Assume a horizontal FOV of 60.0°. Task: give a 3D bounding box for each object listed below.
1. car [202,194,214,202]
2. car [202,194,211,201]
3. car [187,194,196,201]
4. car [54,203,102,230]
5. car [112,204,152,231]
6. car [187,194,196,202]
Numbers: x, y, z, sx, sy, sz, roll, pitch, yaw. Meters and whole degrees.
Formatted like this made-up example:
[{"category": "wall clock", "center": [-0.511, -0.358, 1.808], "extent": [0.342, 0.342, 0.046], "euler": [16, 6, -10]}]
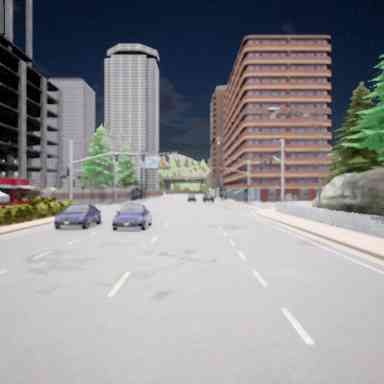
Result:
[{"category": "car", "center": [3.468, 1.159, 68.665], "extent": [2.097, 1.767, 4.553], "euler": [0, 0, 0]}, {"category": "car", "center": [3.463, 1.274, 78.729], "extent": [1.994, 1.385, 4.181], "euler": [0, 0, 0]}, {"category": "car", "center": [-0.037, 1.261, 78.728], "extent": [2.033, 1.411, 5.357], "euler": [0, 0, 0]}, {"category": "car", "center": [-7.015, 1.466, 20.968], "extent": [1.812, 1.442, 4.674], "euler": [0, 0, 0]}, {"category": "car", "center": [-3.521, 1.468, 20.267], "extent": [1.812, 1.442, 4.674], "euler": [0, 0, 0]}, {"category": "car", "center": [-0.032, 1.402, 68.758], "extent": [1.895, 1.301, 4.718], "euler": [0, 0, 0]}]
